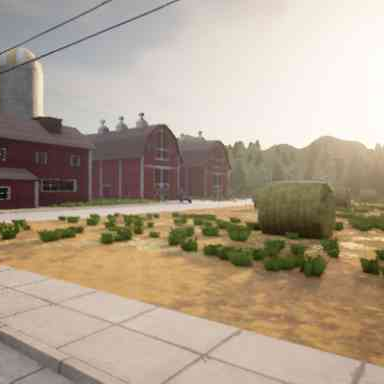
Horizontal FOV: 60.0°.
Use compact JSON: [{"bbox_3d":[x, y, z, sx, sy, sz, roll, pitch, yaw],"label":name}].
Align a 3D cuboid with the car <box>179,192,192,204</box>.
[{"bbox_3d":[-1.159,0.972,59.012,1.905,1.878,3.866,6,1,-8],"label":"car"}]
